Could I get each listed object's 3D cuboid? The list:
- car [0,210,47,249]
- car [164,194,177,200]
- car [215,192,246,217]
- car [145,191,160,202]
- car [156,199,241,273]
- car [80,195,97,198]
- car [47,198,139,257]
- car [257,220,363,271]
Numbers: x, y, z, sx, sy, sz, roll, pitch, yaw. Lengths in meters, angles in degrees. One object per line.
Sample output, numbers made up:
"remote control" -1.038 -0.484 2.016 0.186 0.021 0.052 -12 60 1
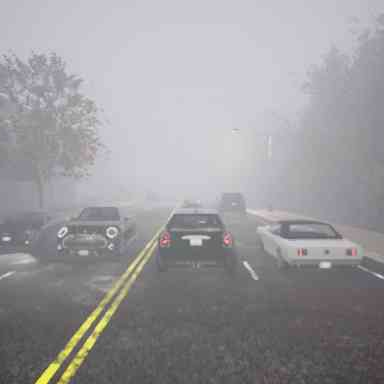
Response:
"car" -6.601 1.467 13.852 1.994 1.385 4.181 0 0 0
"car" -3.841 1.083 59.887 2.128 1.511 4.902 0 0 -1
"car" 3.256 1.021 28.806 2.150 2.045 5.566 0 0 -1
"car" -7.093 0.831 60.120 2.150 2.045 5.566 0 0 -1
"car" 0.103 1.278 10.568 2.097 1.767 4.553 0 0 0
"car" -20.677 1.354 68.002 4.313 1.339 1.947 -1 2 -1
"car" -3.351 1.265 12.513 2.097 1.767 4.553 0 0 0
"car" 3.353 1.527 10.563 1.895 1.301 4.718 0 0 0
